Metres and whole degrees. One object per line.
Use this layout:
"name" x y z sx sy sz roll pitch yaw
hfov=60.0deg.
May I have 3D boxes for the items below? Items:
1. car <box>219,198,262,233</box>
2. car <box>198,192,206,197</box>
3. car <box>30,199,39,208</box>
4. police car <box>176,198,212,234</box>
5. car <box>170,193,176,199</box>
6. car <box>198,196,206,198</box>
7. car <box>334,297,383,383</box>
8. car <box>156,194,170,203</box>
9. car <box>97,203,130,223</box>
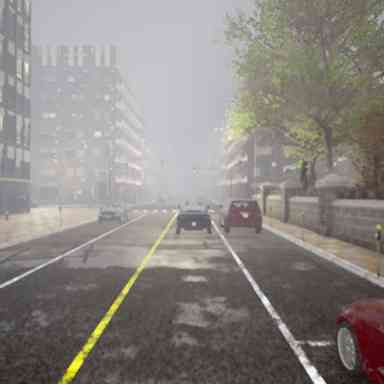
"car" 2.696 1.272 19.118 2.192 1.841 5.009 1 0 0
"car" 2.677 1.302 85.171 1.947 1.339 4.313 1 0 0
"car" -22.112 1.240 42.153 5.009 1.841 2.192 0 0 1
"police car" 0.096 1.382 19.237 1.930 1.638 5.238 0 0 0
"car" -5.705 1.278 90.861 1.947 1.339 4.313 1 0 0
"car" 0.089 1.461 35.582 2.033 1.411 5.357 0 0 0
"car" 2.697 1.576 2.682 1.802 1.307 4.206 1 0 0
"car" -5.696 1.264 62.542 1.967 1.590 4.097 1 0 0
"car" -5.688 1.494 24.599 2.008 1.369 4.403 1 0 0
